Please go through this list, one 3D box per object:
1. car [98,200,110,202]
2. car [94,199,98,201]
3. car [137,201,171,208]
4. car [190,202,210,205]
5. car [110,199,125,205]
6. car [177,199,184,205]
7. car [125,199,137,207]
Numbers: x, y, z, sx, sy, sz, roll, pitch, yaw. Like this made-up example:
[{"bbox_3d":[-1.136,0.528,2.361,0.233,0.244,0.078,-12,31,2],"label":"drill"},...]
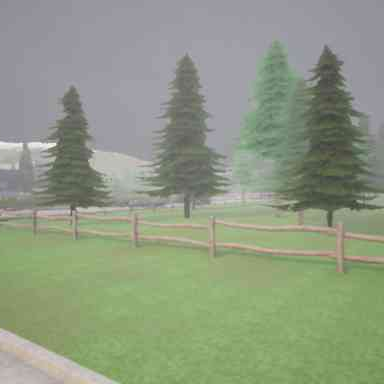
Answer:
[{"bbox_3d":[-14.639,2.082,62.062,1.994,1.385,4.181,-1,0,37],"label":"car"},{"bbox_3d":[-17.466,2.062,64.125,1.837,1.490,4.892,-1,0,37],"label":"car"},{"bbox_3d":[-6.203,1.896,55.812,2.128,1.511,4.902,-1,0,37],"label":"car"},{"bbox_3d":[1.523,1.948,66.297,2.033,1.411,5.357,-1,0,36],"label":"car"},{"bbox_3d":[-11.834,1.987,59.969,1.837,1.490,4.892,-1,0,37],"label":"car"},{"bbox_3d":[-0.780,1.980,69.070,1.895,1.301,4.718,-1,0,36],"label":"car"},{"bbox_3d":[-8.990,2.006,57.932,1.994,1.385,4.181,-1,0,37],"label":"car"}]
